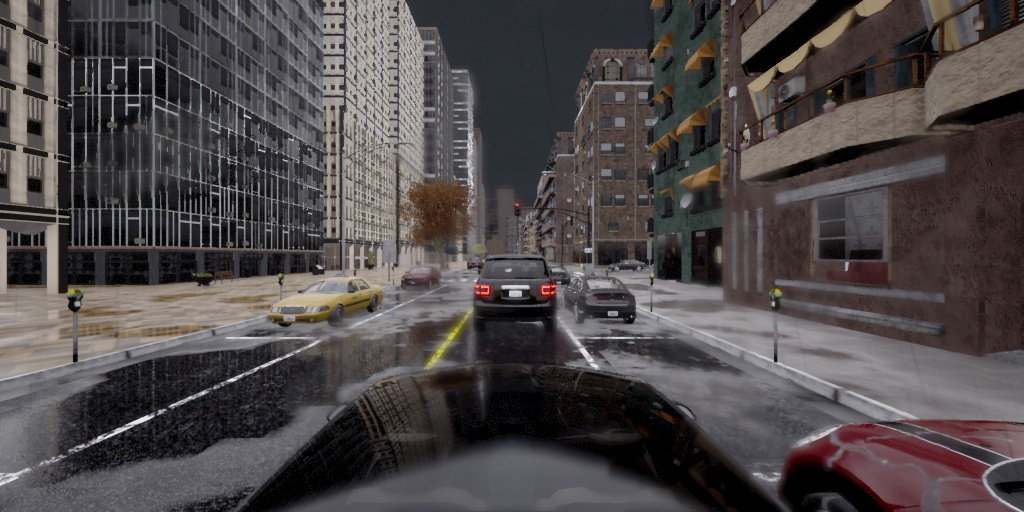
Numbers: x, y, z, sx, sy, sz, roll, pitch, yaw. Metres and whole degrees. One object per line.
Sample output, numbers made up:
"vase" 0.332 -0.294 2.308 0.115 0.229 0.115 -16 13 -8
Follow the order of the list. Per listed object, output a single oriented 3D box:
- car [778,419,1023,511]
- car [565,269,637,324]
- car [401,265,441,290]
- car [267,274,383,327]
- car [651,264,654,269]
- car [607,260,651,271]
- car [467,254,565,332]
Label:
"car" 2.687 1.190 0.675 1.967 1.591 4.097 0 0 0
"car" 2.693 1.301 11.740 2.007 1.370 4.403 0 0 0
"car" -5.683 1.299 22.810 1.888 1.381 4.507 0 0 0
"car" -5.687 1.276 11.574 1.751 1.417 4.829 0 0 0
"car" 18.849 1.006 42.269 4.829 1.417 1.751 0 0 -1
"car" 13.452 1.109 42.217 4.403 1.370 2.007 0 0 -1
"car" 0.094 0.972 11.018 2.150 2.045 5.566 0 0 0
